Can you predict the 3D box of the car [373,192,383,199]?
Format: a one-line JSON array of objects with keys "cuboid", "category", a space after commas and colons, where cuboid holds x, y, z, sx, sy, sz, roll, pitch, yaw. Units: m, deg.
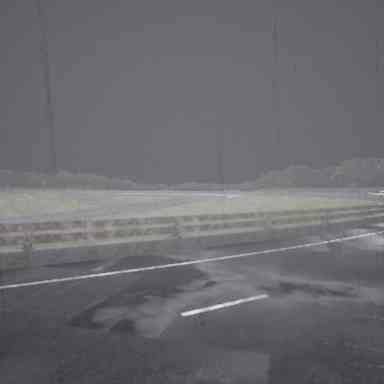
[{"cuboid": [46.104, 1.224, 79.927, 1.895, 1.301, 4.718, 0, 0, 8], "category": "car"}]
